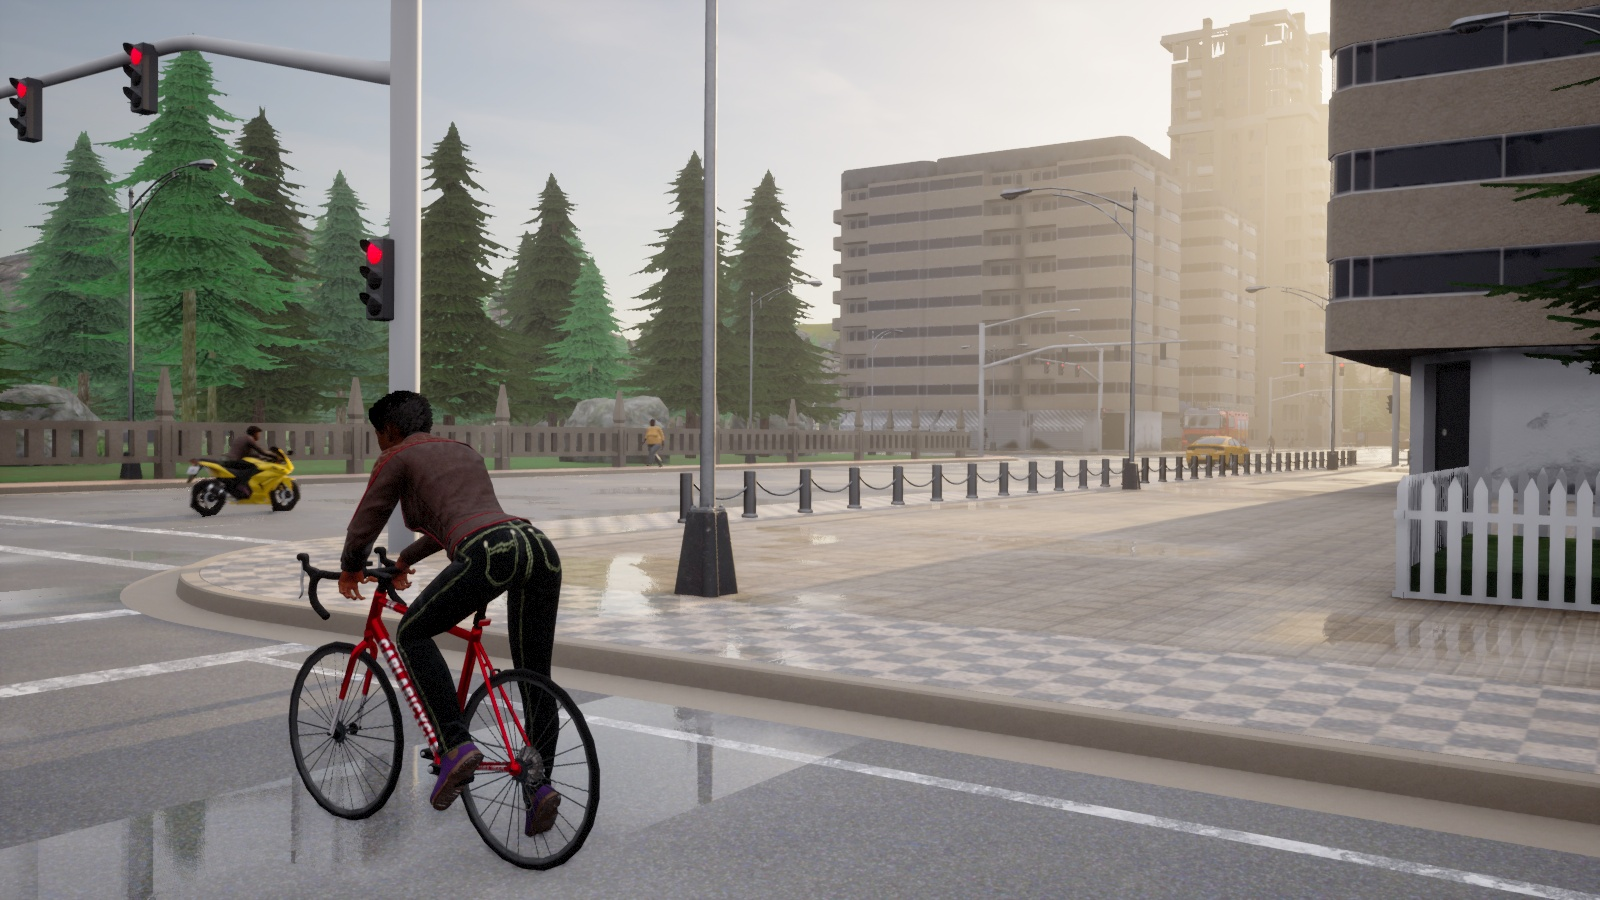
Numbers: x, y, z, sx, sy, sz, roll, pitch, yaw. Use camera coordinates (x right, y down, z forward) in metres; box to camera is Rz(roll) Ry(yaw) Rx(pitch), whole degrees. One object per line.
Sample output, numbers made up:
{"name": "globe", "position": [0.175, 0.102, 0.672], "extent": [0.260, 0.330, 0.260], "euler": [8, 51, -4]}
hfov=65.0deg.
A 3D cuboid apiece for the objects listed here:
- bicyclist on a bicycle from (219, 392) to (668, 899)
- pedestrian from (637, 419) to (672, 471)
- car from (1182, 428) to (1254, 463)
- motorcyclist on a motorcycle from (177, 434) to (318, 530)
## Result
{"name": "bicyclist on a bicycle", "position": [-1.313, 0.635, 4.495], "extent": [1.656, 1.620, 0.582], "euler": [0, 1, 34]}
{"name": "pedestrian", "position": [-5.310, -0.186, 45.705], "extent": [0.874, 1.855, 0.900], "euler": [0, 1, 33]}
{"name": "car", "position": [19.315, -0.256, 57.875], "extent": [1.882, 1.535, 5.008], "euler": [0, 1, 34]}
{"name": "motorcyclist on a motorcycle", "position": [-9.277, 0.508, 21.181], "extent": [0.797, 1.523, 2.044], "euler": [0, 1, 34]}
